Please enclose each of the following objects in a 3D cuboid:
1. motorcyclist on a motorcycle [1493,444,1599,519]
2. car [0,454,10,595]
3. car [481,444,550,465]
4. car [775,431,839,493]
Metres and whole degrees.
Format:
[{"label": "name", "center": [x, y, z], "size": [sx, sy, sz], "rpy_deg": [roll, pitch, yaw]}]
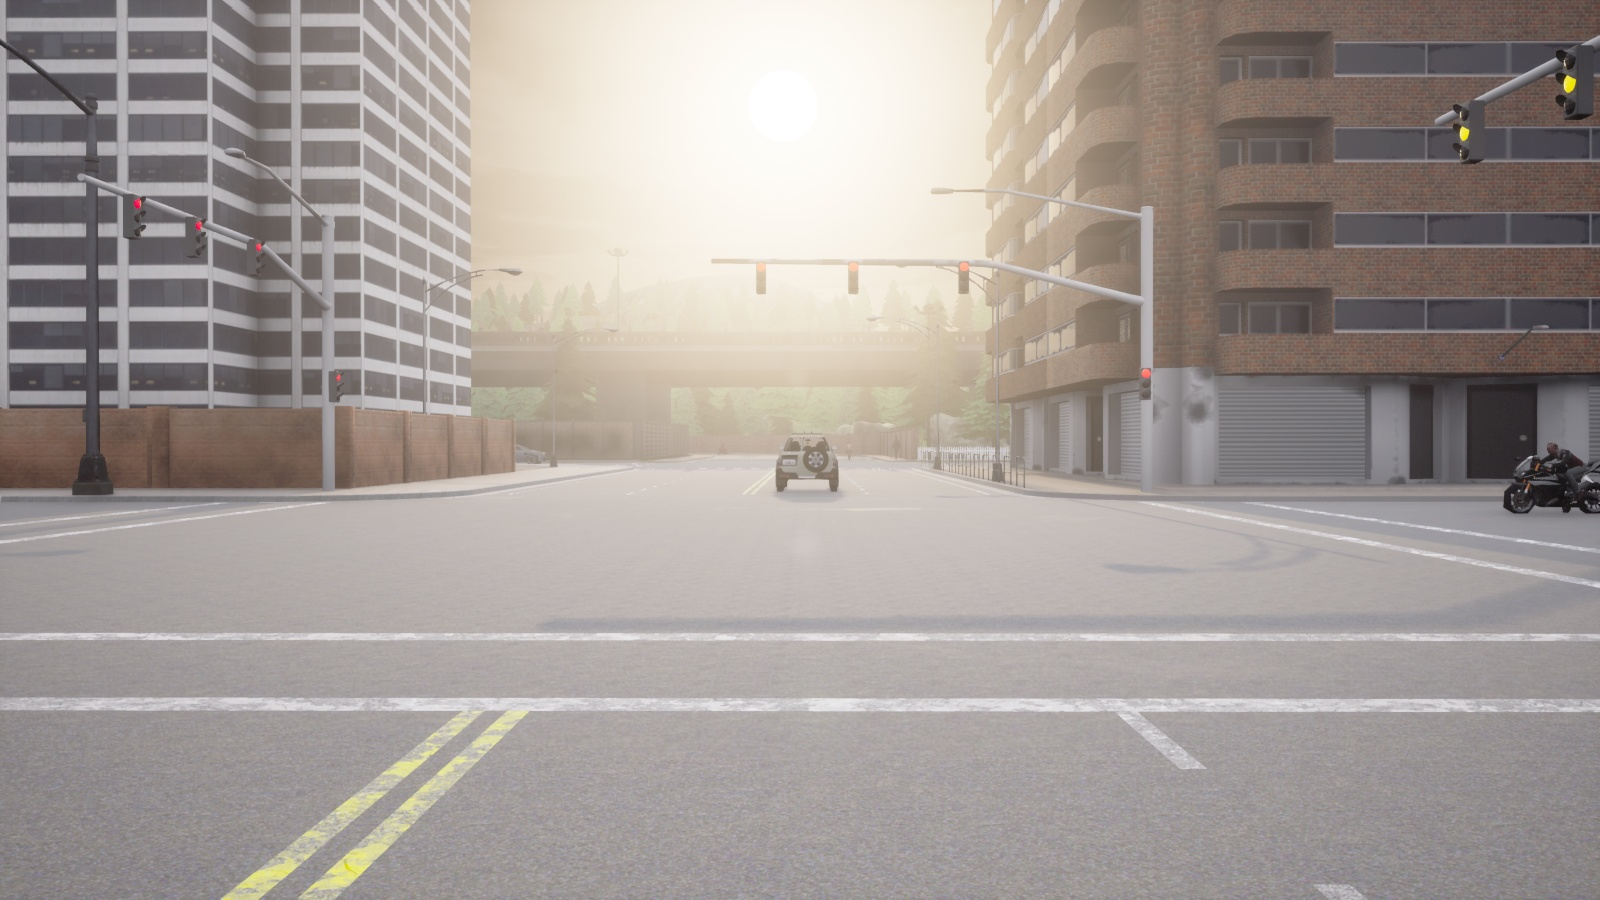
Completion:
[{"label": "motorcyclist on a motorcycle", "center": [15.862, 0.646, 26.328], "size": [2.191, 1.530, 0.866], "rpy_deg": [0, 0, 1]}, {"label": "car", "center": [-9.024, 0.723, 12.674], "size": [1.481, 1.376, 2.207], "rpy_deg": [1, 0, -40]}, {"label": "car", "center": [-18.803, 0.271, 83.105], "size": [4.181, 1.385, 1.994], "rpy_deg": [0, 0, 0]}, {"label": "car", "center": [0.248, 0.338, 39.918], "size": [1.932, 1.855, 4.605], "rpy_deg": [0, 0, 1]}]
